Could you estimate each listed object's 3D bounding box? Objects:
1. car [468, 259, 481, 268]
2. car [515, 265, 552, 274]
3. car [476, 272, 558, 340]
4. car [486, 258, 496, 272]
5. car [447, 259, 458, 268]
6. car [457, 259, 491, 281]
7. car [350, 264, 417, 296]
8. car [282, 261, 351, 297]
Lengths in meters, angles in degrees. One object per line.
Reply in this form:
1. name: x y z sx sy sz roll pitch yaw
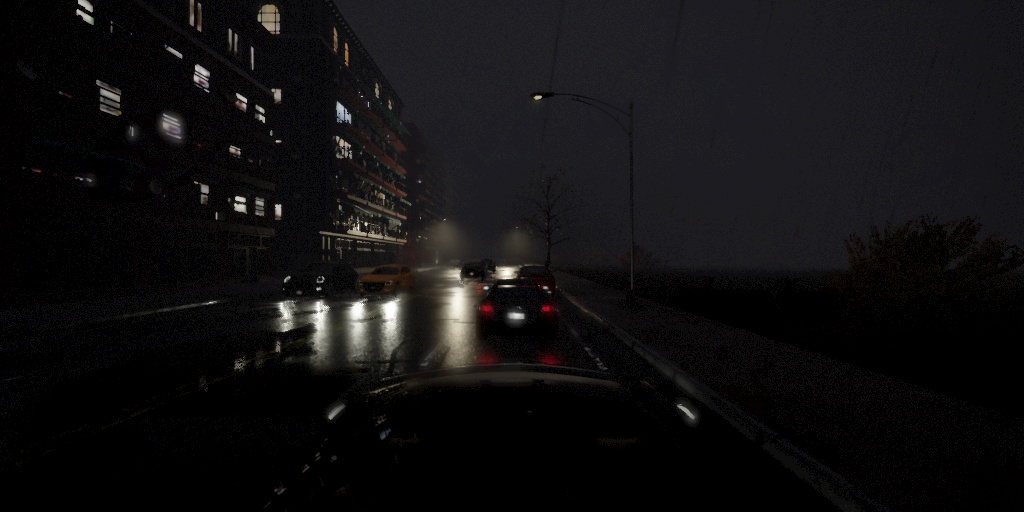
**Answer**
1. car: -6.508 1.276 62.542 1.812 1.442 4.674 0 0 0
2. car: 1.152 1.230 18.930 1.882 1.535 5.008 0 0 0
3. car: 0.109 1.315 10.010 1.994 1.385 4.181 0 0 0
4. car: -3.106 1.104 44.661 2.097 1.767 4.553 0 0 -1
5. car: -9.764 1.298 61.521 2.033 1.411 5.357 0 0 0
6. car: -3.124 1.230 30.225 1.882 1.535 5.008 0 0 0
7. car: -6.585 1.230 19.451 1.882 1.535 5.008 0 0 0
8. car: -9.836 1.104 18.819 2.097 1.767 4.553 0 0 0
